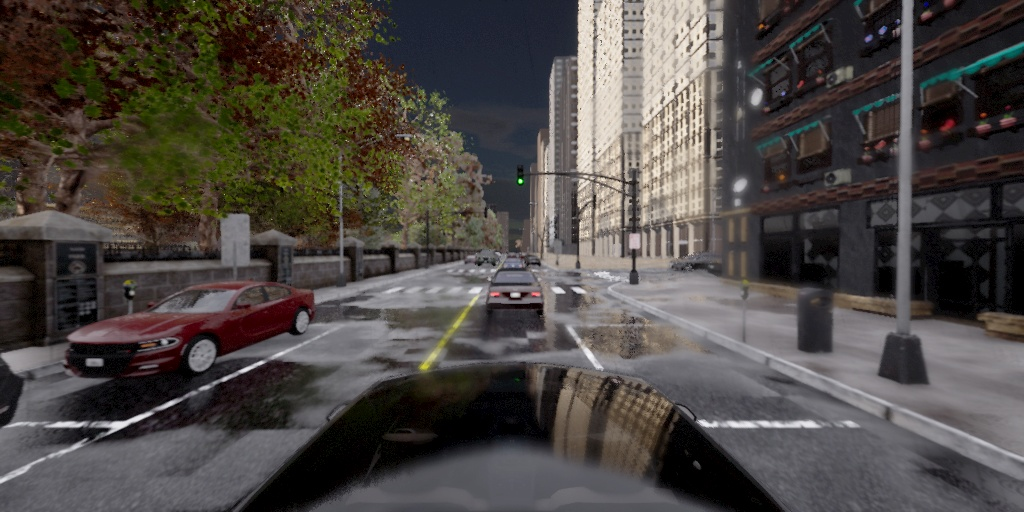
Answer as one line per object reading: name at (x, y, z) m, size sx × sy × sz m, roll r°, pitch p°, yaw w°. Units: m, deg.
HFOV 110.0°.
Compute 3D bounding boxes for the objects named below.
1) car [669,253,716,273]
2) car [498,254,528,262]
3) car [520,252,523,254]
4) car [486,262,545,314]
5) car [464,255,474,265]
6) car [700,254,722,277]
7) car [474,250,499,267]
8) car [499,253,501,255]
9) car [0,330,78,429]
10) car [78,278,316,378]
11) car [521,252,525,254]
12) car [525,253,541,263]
car at (14.981, 0.529, 28.377) m, size 4.902 × 1.511 × 2.128 m, roll -1°, pitch 1°, yaw 0°
car at (0.081, 0.808, 31.623) m, size 2.033 × 1.411 × 5.357 m, roll 0°, pitch 1°, yaw 0°
car at (2.655, 0.433, 56.434) m, size 1.948 × 1.339 × 4.313 m, roll 0°, pitch 0°, yaw 0°
car at (0.094, 1.115, 12.728) m, size 2.033 × 1.411 × 5.357 m, roll 0°, pitch 1°, yaw 0°
car at (-5.722, 0.537, 50.797) m, size 1.802 × 1.307 × 4.207 m, roll 0°, pitch 0°, yaw 0°
car at (14.672, 0.680, 22.594) m, size 4.313 × 1.339 × 1.948 m, roll 0°, pitch 0°, yaw 0°
car at (-3.121, 0.269, 44.956) m, size 2.150 × 2.045 × 5.566 m, roll 0°, pitch 1°, yaw 0°
car at (-3.075, 0.355, 61.273) m, size 1.994 × 1.385 × 4.181 m, roll 0°, pitch 1°, yaw 0°
car at (-5.769, 1.300, 1.713) m, size 2.007 × 1.370 × 4.403 m, roll 0°, pitch 0°, yaw 0°
car at (-5.824, 1.203, 7.252) m, size 1.888 × 1.381 × 4.507 m, roll 0°, pitch 0°, yaw 0°
car at (2.658, 0.521, 50.802) m, size 1.948 × 1.339 × 4.313 m, roll 0°, pitch 0°, yaw 0°
car at (2.661, 0.610, 45.171) m, size 1.948 × 1.339 × 4.313 m, roll 0°, pitch 0°, yaw 0°
